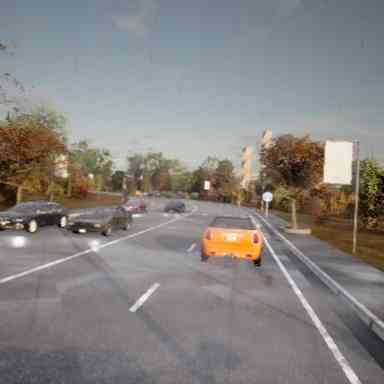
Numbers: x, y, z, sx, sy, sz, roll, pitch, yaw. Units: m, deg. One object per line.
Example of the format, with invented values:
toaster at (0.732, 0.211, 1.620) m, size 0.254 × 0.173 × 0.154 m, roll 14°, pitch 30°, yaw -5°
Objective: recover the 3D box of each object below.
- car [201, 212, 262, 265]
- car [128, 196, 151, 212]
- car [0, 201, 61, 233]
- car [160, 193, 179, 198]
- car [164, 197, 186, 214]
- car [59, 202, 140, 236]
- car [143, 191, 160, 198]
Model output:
car at (1.620, 1.616, 13.201) m, size 2.097 × 1.767 × 4.553 m, roll 3°, pitch -1°, yaw 8°
car at (-5.979, 1.463, 35.226) m, size 1.812 × 1.442 × 4.674 m, roll 3°, pitch 0°, yaw 8°
car at (-8.423, 1.242, 17.867) m, size 1.837 × 1.490 × 4.892 m, roll 3°, pitch 0°, yaw 8°
car at (-5.485, 1.102, 87.390) m, size 2.128 × 1.511 × 4.902 m, roll 4°, pitch 0°, yaw -39°
car at (-1.919, 1.693, 38.978) m, size 2.033 × 1.411 × 5.357 m, roll 3°, pitch 0°, yaw 7°
car at (-4.822, 1.496, 18.421) m, size 2.033 × 1.411 × 5.357 m, roll 3°, pitch -1°, yaw 8°
car at (-10.092, 0.612, 87.741) m, size 2.097 × 1.767 × 4.553 m, roll 4°, pitch 0°, yaw -39°
